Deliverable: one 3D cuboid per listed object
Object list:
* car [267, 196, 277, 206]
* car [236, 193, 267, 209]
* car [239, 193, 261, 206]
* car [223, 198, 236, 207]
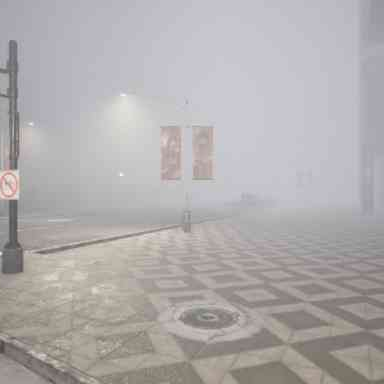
[{"bbox_3d":[12.793,1.448,55.117,2.128,1.511,4.902,0,0,26],"label":"car"},{"bbox_3d":[8.272,1.188,45.791,2.150,2.045,5.566,0,0,27],"label":"car"},{"bbox_3d":[9.886,1.182,56.572,2.150,2.045,5.566,0,0,26],"label":"car"},{"bbox_3d":[6.222,1.570,49.009,1.895,1.301,4.718,0,0,27],"label":"car"}]
